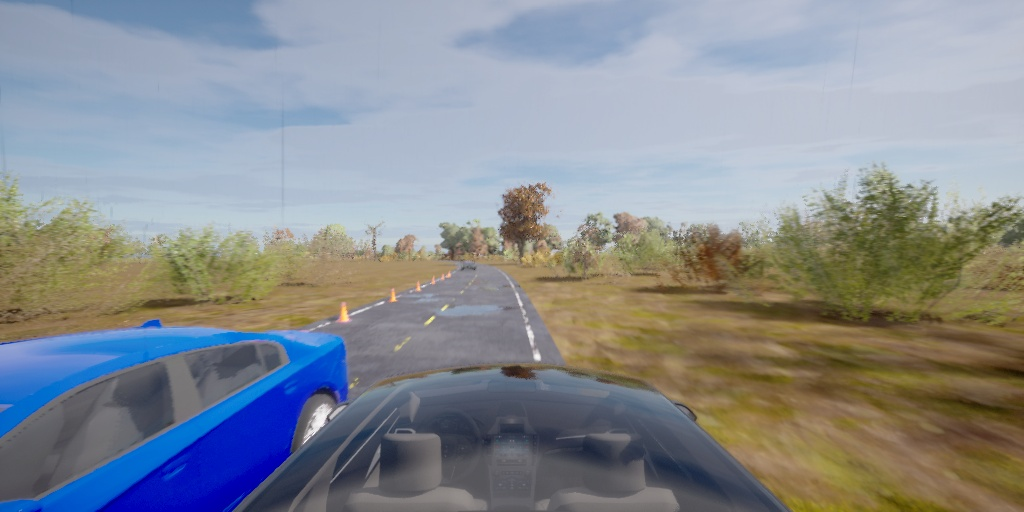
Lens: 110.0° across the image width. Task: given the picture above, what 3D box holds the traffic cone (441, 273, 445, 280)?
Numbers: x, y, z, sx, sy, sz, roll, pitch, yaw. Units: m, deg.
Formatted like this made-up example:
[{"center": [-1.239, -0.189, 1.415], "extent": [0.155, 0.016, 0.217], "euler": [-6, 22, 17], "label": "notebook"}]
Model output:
[{"center": [-5.997, 1.752, 31.063], "extent": [0.340, 0.580, 0.340], "euler": [0, 0, -3], "label": "traffic cone"}]

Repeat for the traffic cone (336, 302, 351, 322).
[{"center": [-5.255, 1.737, 11.188], "extent": [0.340, 0.580, 0.340], "euler": [0, 0, -1], "label": "traffic cone"}]

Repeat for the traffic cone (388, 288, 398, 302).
[{"center": [-5.365, 1.741, 16.159], "extent": [0.340, 0.580, 0.340], "euler": [0, 0, -2], "label": "traffic cone"}]

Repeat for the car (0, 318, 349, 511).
[{"center": [-2.712, 1.242, 1.876], "extent": [1.882, 1.535, 5.008], "euler": [0, 0, 0], "label": "car"}]

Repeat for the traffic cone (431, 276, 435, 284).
[{"center": [-5.736, 1.748, 26.098], "extent": [0.340, 0.580, 0.340], "euler": [0, 0, -3], "label": "traffic cone"}]

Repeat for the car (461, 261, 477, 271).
[{"center": [-6.155, 1.374, 50.526], "extent": [1.994, 1.385, 4.181], "euler": [0, 0, -11], "label": "car"}]

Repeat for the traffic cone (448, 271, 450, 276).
[{"center": [-6.309, 1.756, 36.026], "extent": [0.340, 0.580, 0.340], "euler": [0, 0, -4], "label": "traffic cone"}]

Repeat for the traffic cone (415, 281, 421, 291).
[{"center": [-5.525, 1.744, 21.129], "extent": [0.340, 0.580, 0.340], "euler": [0, 0, -2], "label": "traffic cone"}]
